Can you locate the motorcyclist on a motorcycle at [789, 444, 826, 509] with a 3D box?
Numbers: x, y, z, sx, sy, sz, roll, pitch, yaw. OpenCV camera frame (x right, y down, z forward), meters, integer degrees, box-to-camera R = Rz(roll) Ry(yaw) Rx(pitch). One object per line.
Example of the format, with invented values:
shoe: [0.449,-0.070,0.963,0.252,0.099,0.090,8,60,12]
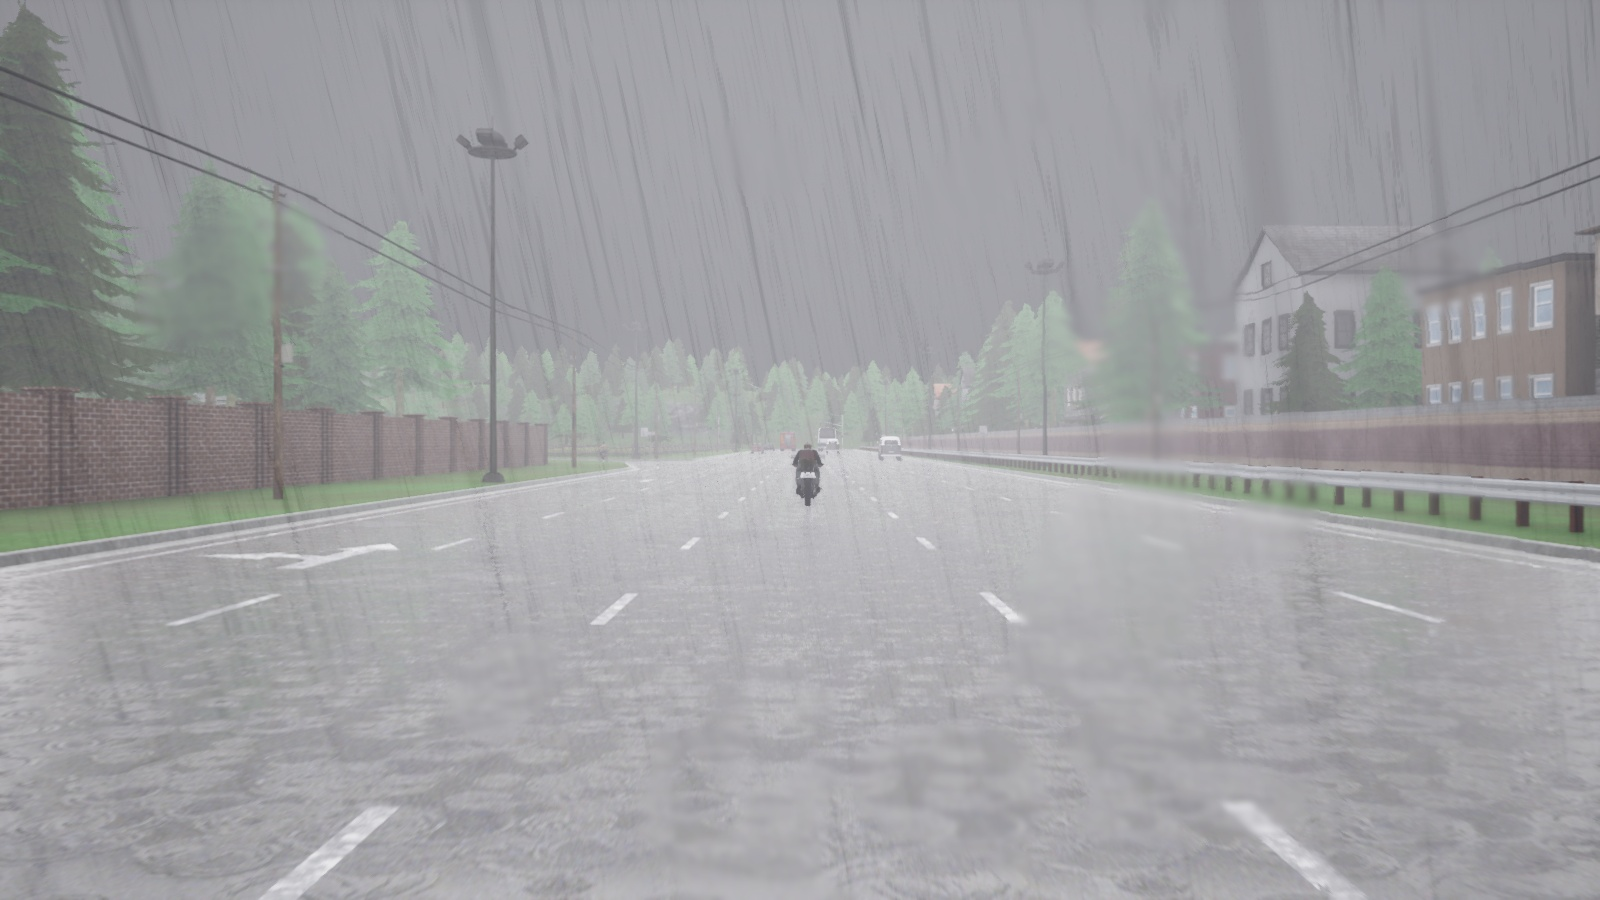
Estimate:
motorcyclist on a motorcycle: [0.190,0.609,30.699,0.866,1.530,2.191,0,0,0]
